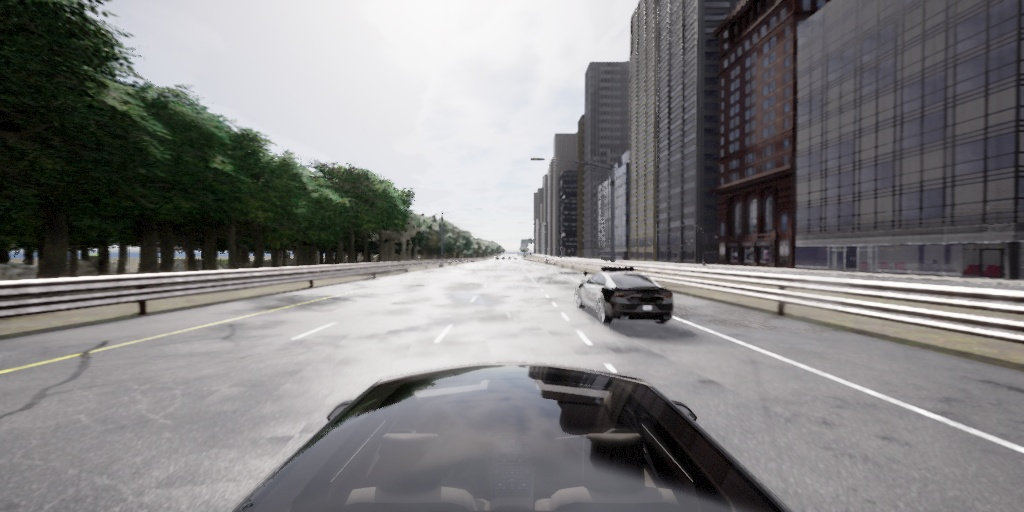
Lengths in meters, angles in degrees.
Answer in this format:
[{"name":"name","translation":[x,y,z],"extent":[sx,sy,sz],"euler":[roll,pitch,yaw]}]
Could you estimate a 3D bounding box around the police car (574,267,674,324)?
[{"name":"police car","translation":[3.481,1.176,12.111],"extent":[1.930,1.638,5.238],"euler":[1,0,-3]}]
